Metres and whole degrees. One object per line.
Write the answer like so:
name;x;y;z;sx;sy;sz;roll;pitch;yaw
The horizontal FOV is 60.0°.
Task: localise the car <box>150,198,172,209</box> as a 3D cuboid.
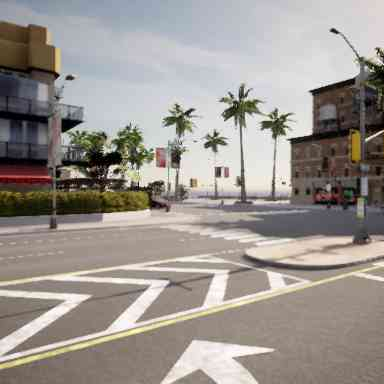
car;-4.587;1.497;44.935;1.882;1.535;5.008;0;0;-35
